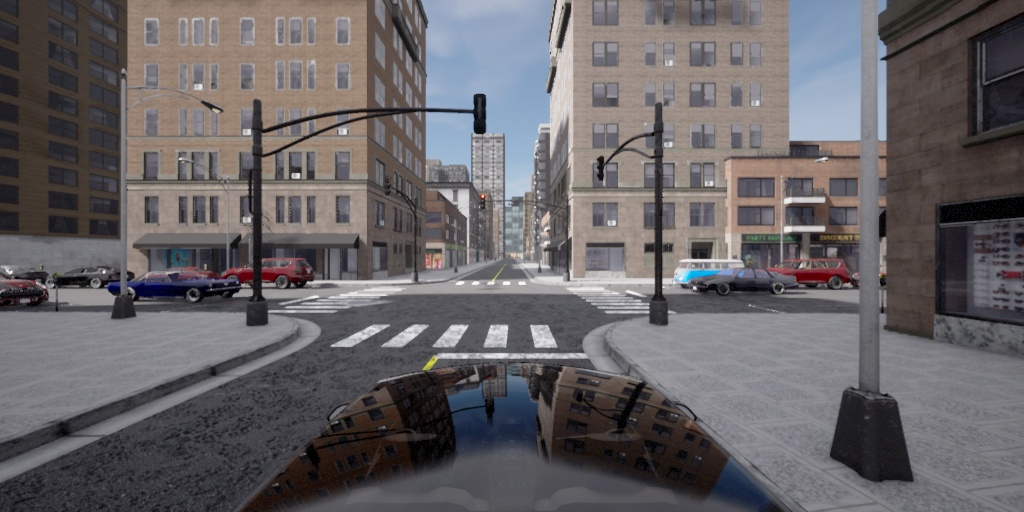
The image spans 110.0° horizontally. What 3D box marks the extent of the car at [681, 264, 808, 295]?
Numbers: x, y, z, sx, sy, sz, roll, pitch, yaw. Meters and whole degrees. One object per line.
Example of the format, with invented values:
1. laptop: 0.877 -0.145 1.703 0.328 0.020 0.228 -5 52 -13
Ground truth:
1. car: 12.345 1.307 19.239 5.357 1.411 2.033 0 0 -5

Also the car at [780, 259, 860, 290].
1. car: 17.634 1.077 21.910 5.009 1.841 2.192 0 0 0

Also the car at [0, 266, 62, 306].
1. car: -20.457 1.174 13.604 4.097 1.591 1.967 0 0 0

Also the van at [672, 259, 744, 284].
1. van: 12.038 1.098 21.942 3.998 1.789 1.690 0 0 0

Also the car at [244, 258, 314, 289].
1. car: -14.910 1.049 22.098 5.009 1.841 2.192 0 0 0

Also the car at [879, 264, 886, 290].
1. car: 22.593 1.272 19.122 4.892 1.490 1.837 0 0 1

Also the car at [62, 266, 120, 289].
1. car: -25.956 1.290 22.162 4.313 1.339 1.948 0 0 0

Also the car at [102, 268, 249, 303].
1. car: -15.000 1.339 16.156 4.718 1.301 1.895 0 0 3
